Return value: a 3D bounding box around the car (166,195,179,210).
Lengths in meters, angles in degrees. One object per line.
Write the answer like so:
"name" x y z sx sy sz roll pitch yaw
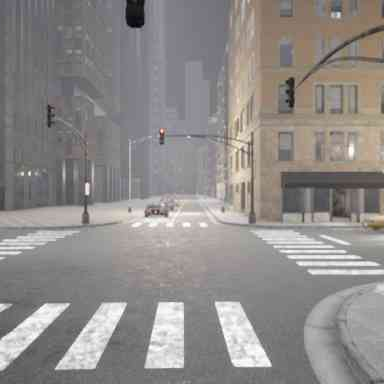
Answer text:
"car" -3.110 1.447 40.066 2.128 1.511 4.902 0 0 0

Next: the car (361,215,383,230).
"car" 12.105 1.492 18.583 4.829 1.417 1.752 0 0 -1

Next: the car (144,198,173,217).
"car" -3.112 1.529 30.211 1.994 1.385 4.181 0 0 0

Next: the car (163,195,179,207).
"car" -3.108 1.295 50.092 2.097 1.767 4.553 0 0 0
